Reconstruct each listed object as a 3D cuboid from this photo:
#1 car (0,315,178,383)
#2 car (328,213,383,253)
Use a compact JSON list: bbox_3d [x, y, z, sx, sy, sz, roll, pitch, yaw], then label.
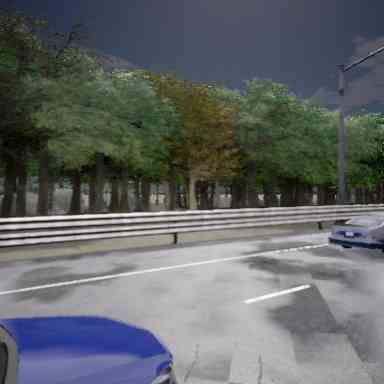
[{"bbox_3d":[-2.251,1.519,2.112,4.674,1.442,1.812,0,0,-36],"label":"car"},{"bbox_3d":[7.699,1.544,13.214,5.357,1.411,2.033,0,0,-33],"label":"car"}]
